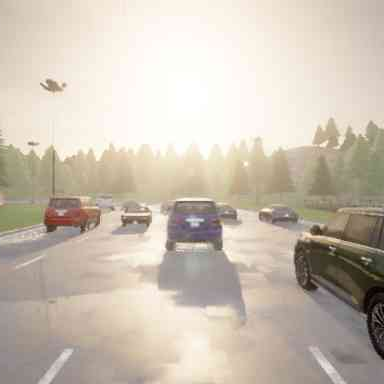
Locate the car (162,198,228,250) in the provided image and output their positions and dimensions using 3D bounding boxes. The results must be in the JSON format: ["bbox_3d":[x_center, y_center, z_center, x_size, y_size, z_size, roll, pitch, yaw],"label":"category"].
[{"bbox_3d":[0.070,1.251,14.608,2.150,2.045,5.566,0,0,-1],"label":"car"}]

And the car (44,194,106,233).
[{"bbox_3d":[-7.088,1.262,20.290,2.150,2.045,5.566,0,0,-3],"label":"car"}]

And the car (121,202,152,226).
[{"bbox_3d":[-3.818,1.648,23.464,1.895,1.301,4.718,0,0,-5],"label":"car"}]

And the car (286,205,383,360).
[{"bbox_3d":[3.598,1.233,5.932,2.150,2.045,5.566,0,0,0],"label":"car"}]

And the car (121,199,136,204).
[{"bbox_3d":[-8.495,1.655,45.289,1.994,1.385,4.181,0,0,-19],"label":"car"}]

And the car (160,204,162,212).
[{"bbox_3d":[-2.329,1.622,37.131,2.033,1.411,5.357,0,0,-14],"label":"car"}]

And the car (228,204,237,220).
[{"bbox_3d":[2.528,1.622,28.934,1.994,1.385,4.181,0,0,-8],"label":"car"}]

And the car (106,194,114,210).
[{"bbox_3d":[-11.577,1.308,43.838,2.150,2.045,5.566,1,0,-20],"label":"car"}]

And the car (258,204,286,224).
[{"bbox_3d":[6.472,1.615,25.435,1.994,1.385,4.181,0,0,-6],"label":"car"}]
